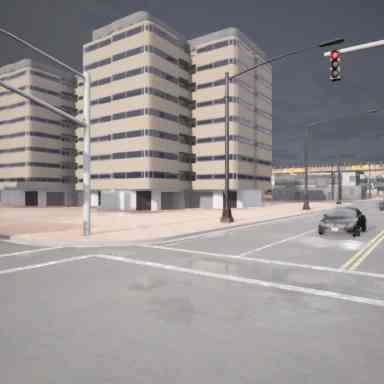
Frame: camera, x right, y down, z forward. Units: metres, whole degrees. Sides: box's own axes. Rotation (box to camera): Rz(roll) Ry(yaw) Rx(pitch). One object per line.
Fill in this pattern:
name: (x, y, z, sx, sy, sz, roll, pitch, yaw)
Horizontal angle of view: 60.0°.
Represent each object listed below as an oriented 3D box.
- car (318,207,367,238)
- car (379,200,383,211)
car: (8.238, 1.538, 17.980, 1.812, 1.442, 4.674, 0, 0, 35)
car: (23.472, 1.531, 39.528, 2.033, 1.411, 5.357, 0, 0, 35)
